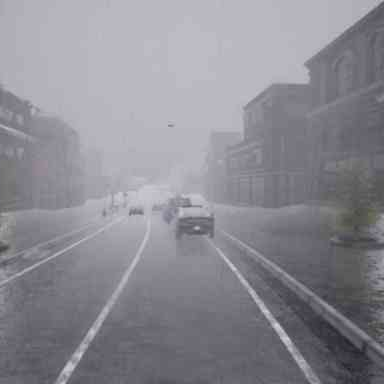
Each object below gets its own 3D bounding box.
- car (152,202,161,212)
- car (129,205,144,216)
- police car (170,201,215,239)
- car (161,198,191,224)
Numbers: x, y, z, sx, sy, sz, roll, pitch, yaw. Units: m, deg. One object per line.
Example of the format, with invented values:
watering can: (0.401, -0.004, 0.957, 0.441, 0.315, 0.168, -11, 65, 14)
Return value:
car: (-5.425, 2.373, 53.508, 1.882, 1.535, 5.008, 0, 0, -7)
car: (-7.112, 2.388, 42.682, 1.895, 1.301, 4.718, 0, -1, -7)
police car: (-0.005, 1.502, 18.007, 1.930, 1.638, 5.238, 0, -1, -5)
car: (-1.164, 1.525, 27.966, 2.150, 2.045, 5.566, 0, -2, -7)
